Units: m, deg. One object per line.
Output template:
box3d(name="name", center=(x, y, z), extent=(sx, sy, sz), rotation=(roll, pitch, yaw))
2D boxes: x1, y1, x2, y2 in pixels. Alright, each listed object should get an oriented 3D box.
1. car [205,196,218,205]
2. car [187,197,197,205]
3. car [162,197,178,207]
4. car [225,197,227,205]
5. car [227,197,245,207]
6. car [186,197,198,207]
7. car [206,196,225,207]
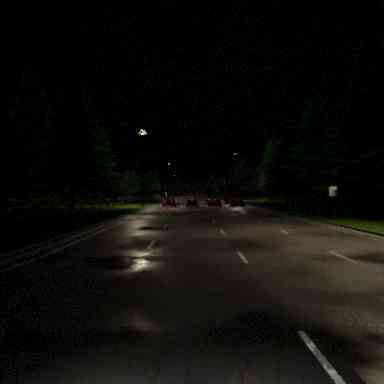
box3d(name="car", center=(3.503, 1.568, 61.462), extent=(2.128, 1.511, 4.902), rotation=(0, 0, 0))
box3d(name="car", center=(0.003, 1.603, 61.462), extent=(1.812, 1.442, 4.674), rotation=(0, 0, 0))
box3d(name="car", center=(-3.498, 1.590, 51.459), extent=(1.812, 1.442, 4.674), rotation=(0, 0, 0))
box3d(name="car", center=(7.003, 1.603, 61.462), extent=(1.812, 1.442, 4.674), rotation=(0, 0, 0))
box3d(name="car", center=(7.002, 1.628, 51.459), extent=(1.994, 1.385, 4.181), rotation=(0, 0, 0))
box3d(name="car", center=(0.002, 1.611, 51.042), extent=(2.033, 1.411, 5.357), rotation=(0, 0, 0))
box3d(name="car", center=(3.502, 1.628, 51.459), extent=(1.994, 1.385, 4.181), rotation=(0, 0, 0))
